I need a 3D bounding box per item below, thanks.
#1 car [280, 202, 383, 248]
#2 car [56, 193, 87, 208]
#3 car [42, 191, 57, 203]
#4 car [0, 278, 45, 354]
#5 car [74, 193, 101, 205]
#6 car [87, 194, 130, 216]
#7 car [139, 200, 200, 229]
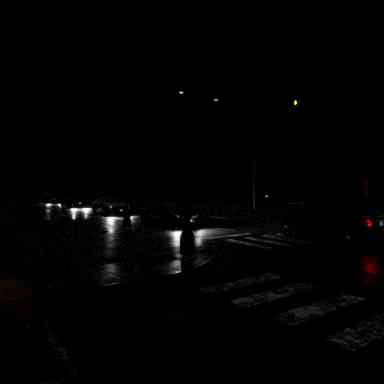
[{"bbox_3d":[6.115,1.218,14.636,2.097,1.767,4.553,0,1,-36],"label":"car"},{"bbox_3d":[-12.433,0.921,35.071,1.994,1.385,4.181,0,1,-36],"label":"car"},{"bbox_3d":[-18.401,0.682,43.564,1.837,1.490,4.892,0,1,-32],"label":"car"},{"bbox_3d":[-4.280,1.525,3.608,4.829,1.417,1.752,0,0,-35],"label":"car"},{"bbox_3d":[-13.089,0.863,41.494,1.895,1.301,4.718,0,1,-36],"label":"car"},{"bbox_3d":[-6.675,1.060,27.020,1.812,1.442,4.674,0,1,-35],"label":"car"},{"bbox_3d":[-1.464,1.227,19.728,1.812,1.442,4.674,0,1,-37],"label":"car"}]
